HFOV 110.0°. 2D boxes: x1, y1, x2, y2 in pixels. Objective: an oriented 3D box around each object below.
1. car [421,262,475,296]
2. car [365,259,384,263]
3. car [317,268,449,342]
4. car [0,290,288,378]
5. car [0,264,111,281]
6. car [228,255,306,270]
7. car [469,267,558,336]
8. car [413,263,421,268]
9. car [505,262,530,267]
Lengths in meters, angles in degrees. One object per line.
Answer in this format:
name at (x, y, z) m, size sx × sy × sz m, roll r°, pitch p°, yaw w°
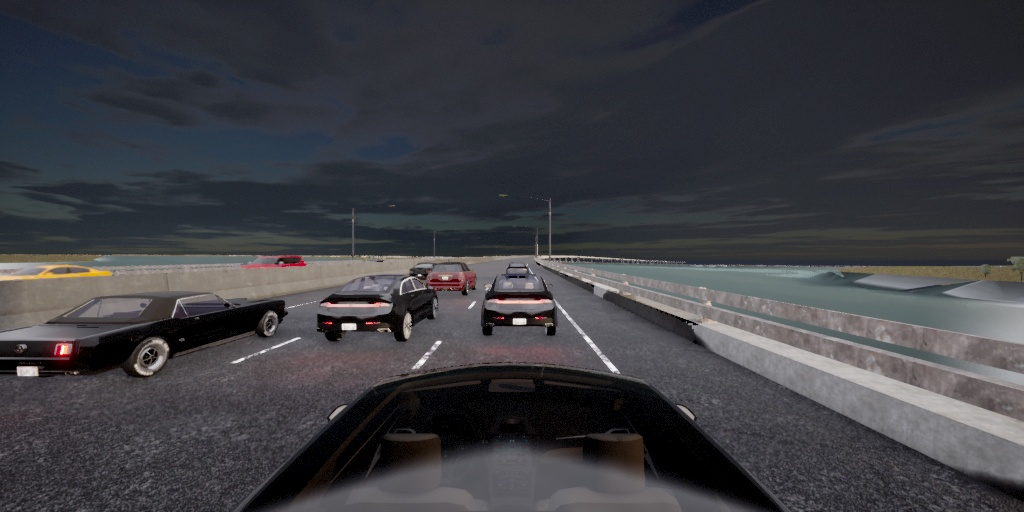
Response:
car at (-3.204, 1.103, 19.679) m, size 2.097 × 1.767 × 4.553 m, roll 0°, pitch 0°, yaw 2°
car at (-23.413, 1.180, 60.992) m, size 2.128 × 1.511 × 4.902 m, roll 0°, pitch 0°, yaw 2°
car at (-3.324, 1.242, 9.793) m, size 2.128 × 1.511 × 4.902 m, roll 0°, pitch 0°, yaw 1°
car at (-6.852, 1.352, 7.312) m, size 1.895 × 1.301 × 4.718 m, roll 0°, pitch 0°, yaw 1°
car at (-24.413, 1.230, 18.876) m, size 1.882 × 1.535 × 5.008 m, roll 0°, pitch 0°, yaw 1°
car at (-17.305, 0.974, 26.036) m, size 2.150 × 2.045 × 5.566 m, roll 0°, pitch 0°, yaw 1°
car at (0.186, 1.242, 10.392) m, size 2.128 × 1.511 × 4.902 m, roll 0°, pitch 0°, yaw 0°
car at (-6.567, 1.229, 28.136) m, size 1.882 × 1.535 × 5.008 m, roll 0°, pitch 0°, yaw 1°
car at (0.463, 1.241, 30.040) m, size 2.128 × 1.511 × 4.902 m, roll 0°, pitch 0°, yaw 1°
